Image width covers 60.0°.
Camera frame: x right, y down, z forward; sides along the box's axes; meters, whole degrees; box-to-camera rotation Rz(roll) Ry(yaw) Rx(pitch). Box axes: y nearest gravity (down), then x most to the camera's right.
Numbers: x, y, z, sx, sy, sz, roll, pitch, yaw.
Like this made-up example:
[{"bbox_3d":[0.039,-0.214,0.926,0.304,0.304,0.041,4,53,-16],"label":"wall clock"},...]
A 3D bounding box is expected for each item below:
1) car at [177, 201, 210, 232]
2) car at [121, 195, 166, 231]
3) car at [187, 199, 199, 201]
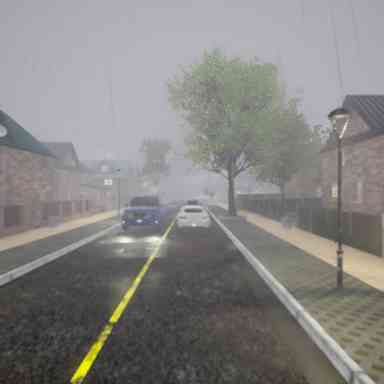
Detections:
[{"bbox_3d":[0.100,1.512,19.845,1.812,1.442,4.674,0,0,0],"label":"car"},{"bbox_3d":[-2.848,1.207,20.786,2.150,2.045,5.566,0,0,0],"label":"car"},{"bbox_3d":[0.103,1.500,36.402,1.812,1.442,4.674,0,0,0],"label":"car"}]
